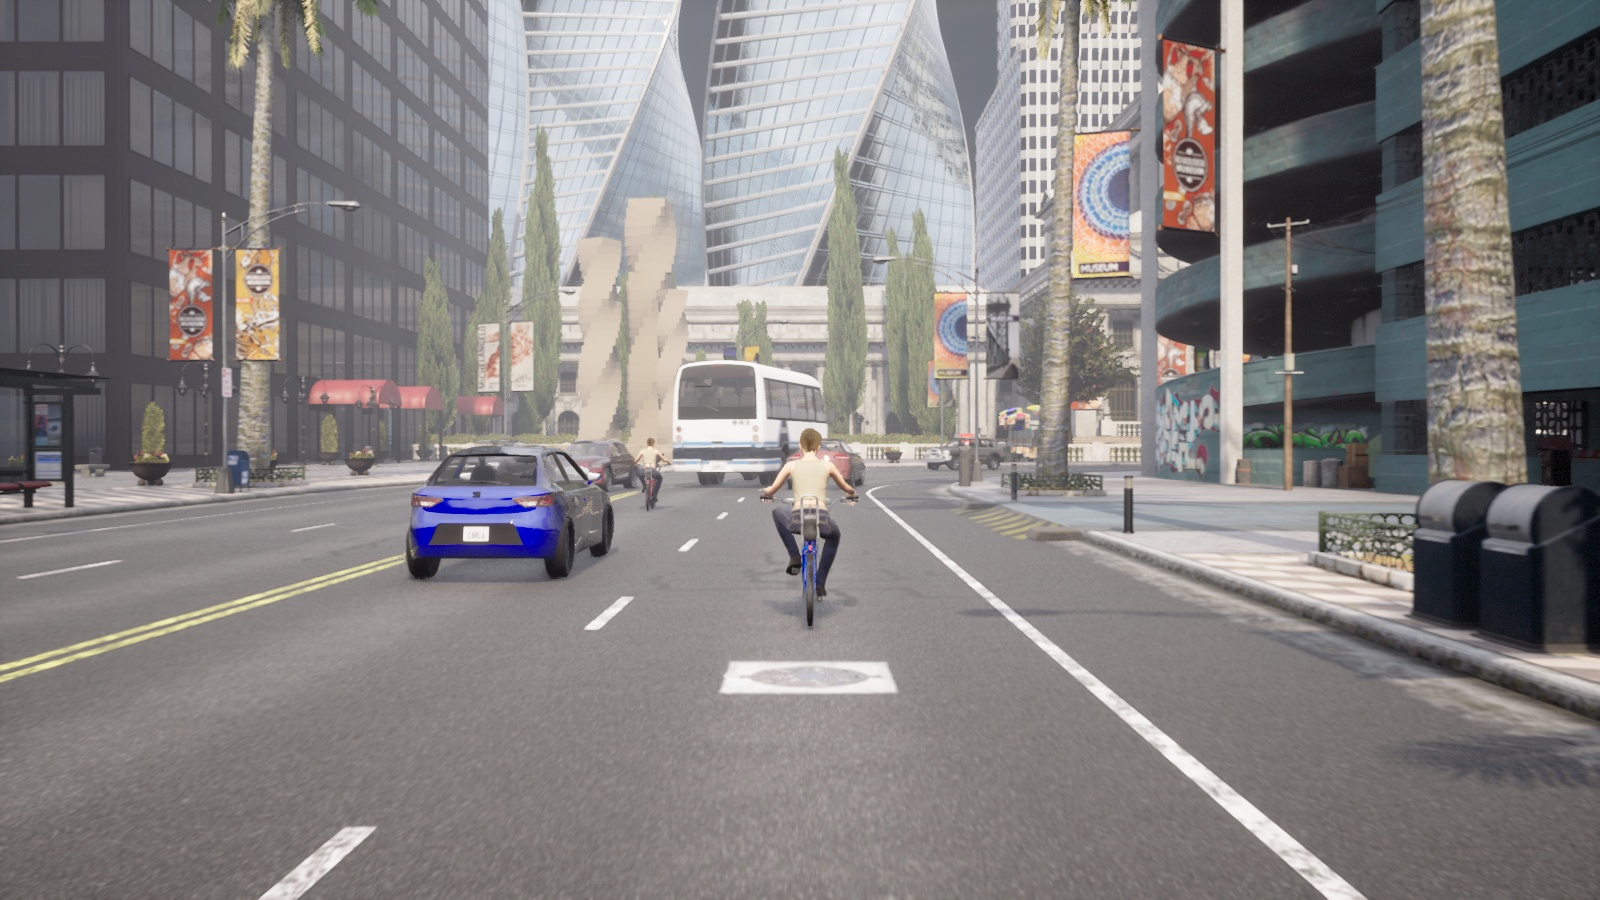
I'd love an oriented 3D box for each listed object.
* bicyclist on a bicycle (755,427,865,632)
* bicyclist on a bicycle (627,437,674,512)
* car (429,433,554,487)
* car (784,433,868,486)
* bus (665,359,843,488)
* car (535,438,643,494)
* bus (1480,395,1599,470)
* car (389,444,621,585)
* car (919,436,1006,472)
[{"bbox_3d":[0.081,0.623,10.629,0.866,1.612,1.509,0,0,0],"label":"bicyclist on a bicycle"},{"bbox_3d":[-3.320,0.523,27.967,0.866,1.612,1.509,0,0,0],"label":"bicyclist on a bicycle"},{"bbox_3d":[-9.893,0.288,40.708,2.152,1.651,5.027,0,0,9],"label":"car"},{"bbox_3d":[0.927,0.290,41.803,2.152,1.651,5.027,0,0,9],"label":"car"},{"bbox_3d":[-1.399,-0.896,46.944,3.944,4.253,10.273,0,0,14],"label":"bus"},{"bbox_3d":[-6.509,0.450,39.312,2.033,1.649,4.856,0,0,7],"label":"car"},{"bbox_3d":[45.624,-1.003,72.767,10.273,4.253,3.944,0,0,0],"label":"bus"},{"bbox_3d":[-3.397,0.671,15.298,1.816,1.474,4.193,0,0,0],"label":"car"},{"bbox_3d":[8.725,0.191,67.339,4.605,1.855,1.932,0,0,-37],"label":"car"}]
